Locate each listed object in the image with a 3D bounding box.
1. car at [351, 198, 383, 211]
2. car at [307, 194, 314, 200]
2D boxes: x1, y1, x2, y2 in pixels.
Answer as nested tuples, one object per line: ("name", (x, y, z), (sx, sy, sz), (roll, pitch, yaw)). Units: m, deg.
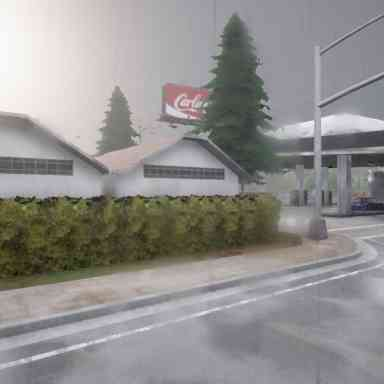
("car", (20.748, 1.480, 39.301), (4.611, 1.667, 2.242), (0, 0, -36))
("car", (31.771, 1.330, 88.805), (2.152, 1.636, 5.027), (0, 0, -36))
